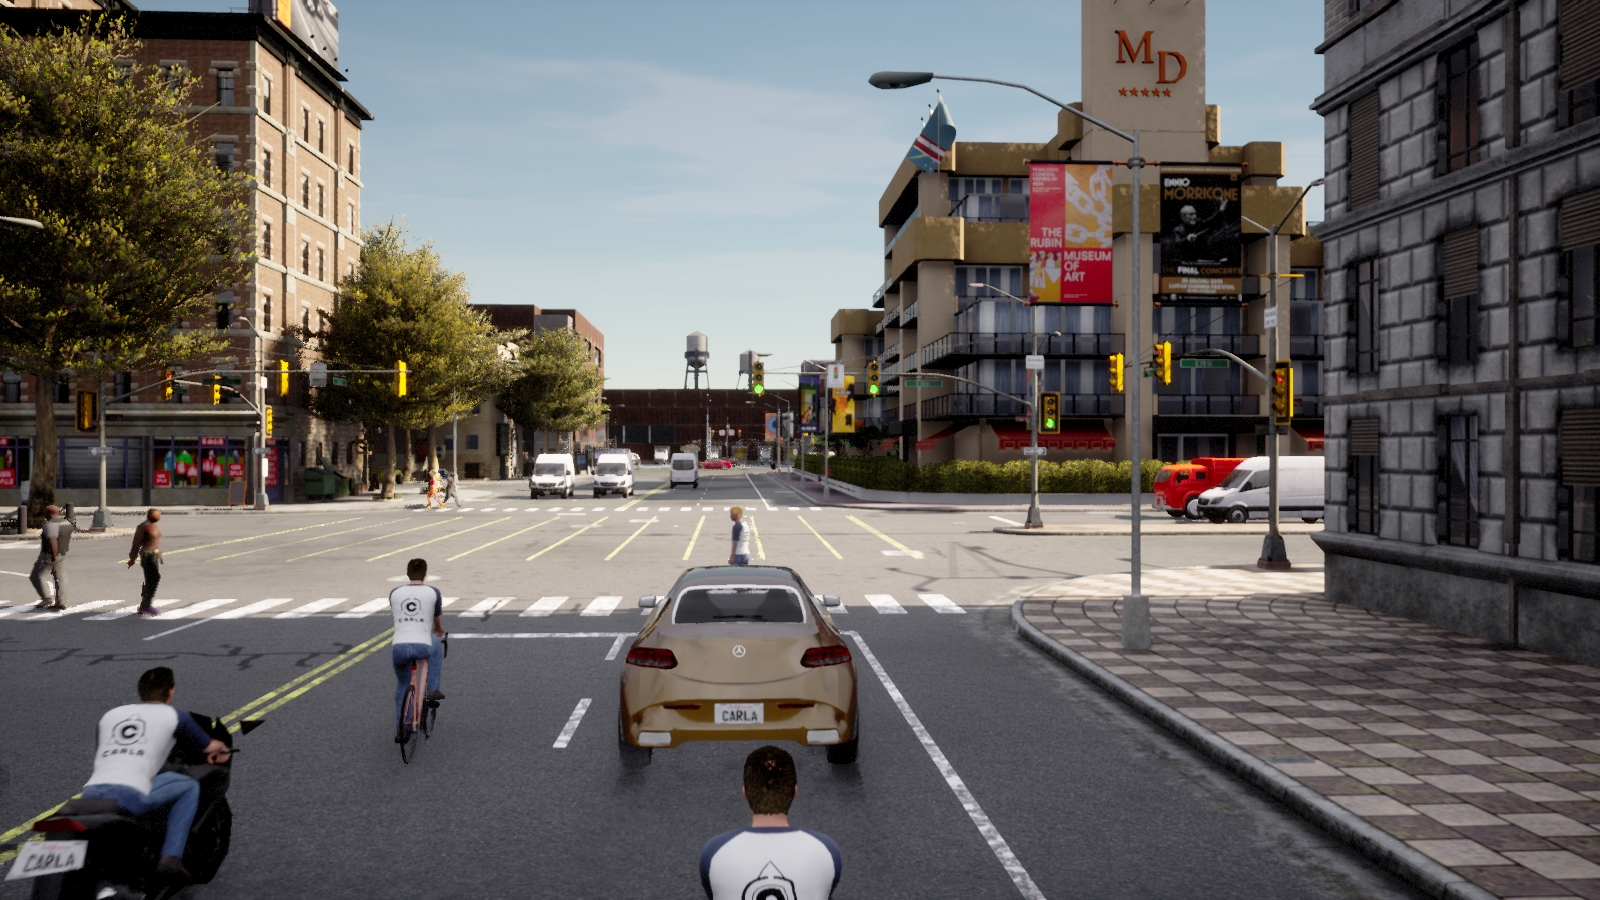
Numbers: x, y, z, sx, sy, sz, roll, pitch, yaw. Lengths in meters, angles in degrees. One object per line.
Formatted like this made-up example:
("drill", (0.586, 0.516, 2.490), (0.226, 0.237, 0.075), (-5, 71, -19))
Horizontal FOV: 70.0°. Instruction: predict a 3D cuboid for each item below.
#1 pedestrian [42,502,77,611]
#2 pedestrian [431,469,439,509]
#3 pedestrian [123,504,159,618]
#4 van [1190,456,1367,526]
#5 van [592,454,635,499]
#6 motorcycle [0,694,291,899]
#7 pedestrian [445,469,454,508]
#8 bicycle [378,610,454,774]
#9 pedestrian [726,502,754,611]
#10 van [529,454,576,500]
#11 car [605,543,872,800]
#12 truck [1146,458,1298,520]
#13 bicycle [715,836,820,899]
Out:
("pedestrian", (-12.908, 1.848, 19.910), (0.375, 1.860, 0.375), (0, 0, -2))
("pedestrian", (-17.167, 1.845, 53.714), (0.375, 1.860, 0.375), (0, 0, -18))
("pedestrian", (-11.033, 1.848, 19.132), (0.375, 1.860, 0.375), (0, 0, 0))
("van", (18.111, 1.532, 43.395), (5.915, 2.561, 1.988), (0, 0, -3))
("van", (-11.056, 1.530, 68.078), (1.988, 2.561, 5.915), (0, 0, -3))
("motorcycle", (-3.759, 2.212, 6.639), (0.803, 1.145, 2.033), (0, 0, -3))
("pedestrian", (-16.735, 1.846, 54.554), (0.375, 1.860, 0.375), (0, 0, -4))
("bicycle", (-3.564, 2.205, 10.697), (0.373, 1.196, 1.643), (0, 0, -8))
("pedestrian", (-1.049, 1.847, 19.890), (0.375, 1.860, 0.375), (0, 0, 19))
("van", (-14.475, 1.530, 67.077), (1.988, 2.561, 5.915), (0, 0, -5))
("car", (-0.619, 1.991, 11.751), (2.152, 1.651, 5.027), (0, 0, -3))
("truck", (17.232, 1.565, 46.858), (5.204, 2.467, 2.627), (0, 0, -4))
("bicycle", (-0.108, 2.206, 3.944), (0.373, 1.196, 1.643), (0, 0, -3))
